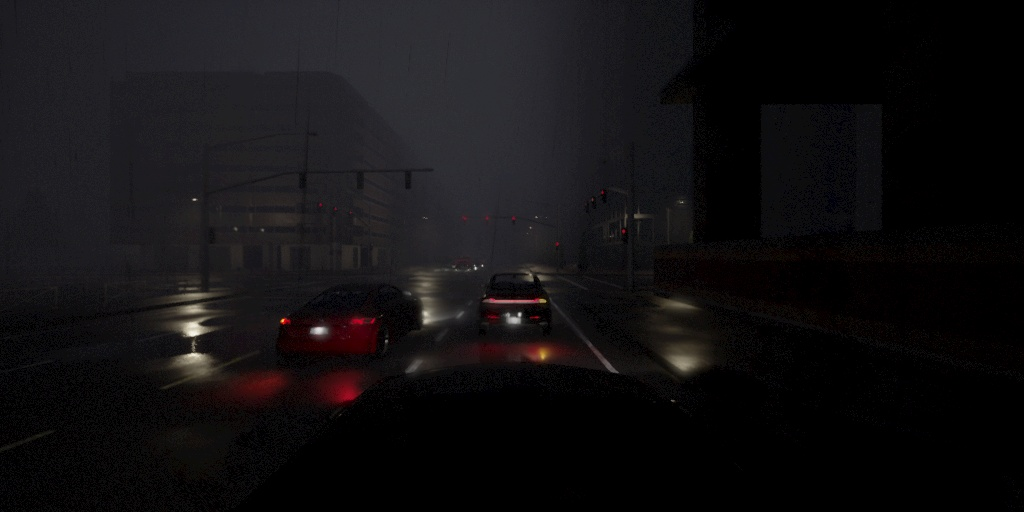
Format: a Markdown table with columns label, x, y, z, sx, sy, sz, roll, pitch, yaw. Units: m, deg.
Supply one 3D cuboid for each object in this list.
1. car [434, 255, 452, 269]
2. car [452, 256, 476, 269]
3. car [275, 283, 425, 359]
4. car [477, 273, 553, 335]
| label | x | y | z | sx | sy | sz | roll | pitch | yaw |
| --- | --- | --- | --- | --- | --- | --- | --- | --- | --- |
| car | -10.856 | 0.937 | 57.106 | 2.150 | 2.045 | 5.566 | 0 | 0 | 0 |
| car | -7.378 | 0.939 | 55.336 | 2.150 | 2.045 | 5.566 | 0 | 0 | 1 |
| car | -3.439 | 1.310 | 8.430 | 1.994 | 1.385 | 4.181 | 0 | 0 | 0 |
| car | 0.073 | 1.236 | 10.448 | 2.128 | 1.511 | 4.902 | 0 | 0 | 0 |
